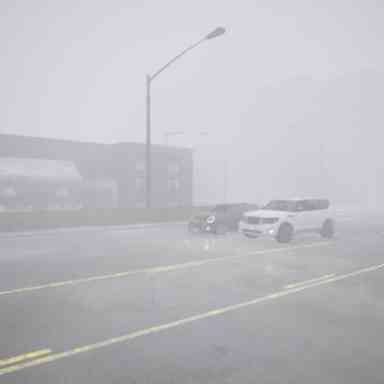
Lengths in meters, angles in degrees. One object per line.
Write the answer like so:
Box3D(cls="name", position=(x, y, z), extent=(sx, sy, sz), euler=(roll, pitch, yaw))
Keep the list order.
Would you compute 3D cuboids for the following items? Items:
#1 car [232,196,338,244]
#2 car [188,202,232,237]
Box3D(cls="car", position=(4.835, 1.244, 16.225), extent=(5.566, 2.045, 2.150), euler=(0, 0, -36))
Box3D(cls="car", position=(1.991, 1.378, 18.483), extent=(4.553, 1.767, 2.097), euler=(0, 0, -36))
